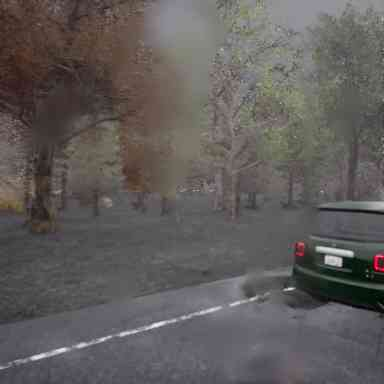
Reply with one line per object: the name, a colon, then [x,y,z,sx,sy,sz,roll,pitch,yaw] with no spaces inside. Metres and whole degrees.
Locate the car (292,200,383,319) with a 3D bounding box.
car: [4.467,1.195,6.933,5.566,2.045,2.150,0,0,-35]
